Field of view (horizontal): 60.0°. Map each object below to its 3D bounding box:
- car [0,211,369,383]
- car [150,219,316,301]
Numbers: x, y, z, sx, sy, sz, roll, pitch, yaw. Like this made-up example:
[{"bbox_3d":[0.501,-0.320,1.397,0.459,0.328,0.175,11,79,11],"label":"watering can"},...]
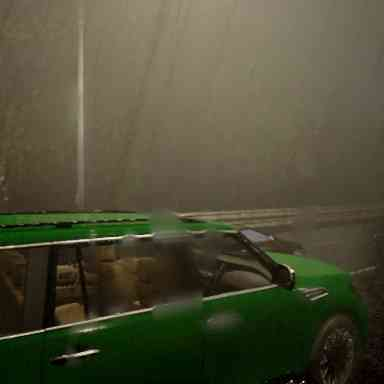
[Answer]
[{"bbox_3d":[-0.455,1.223,3.430,5.566,2.045,2.150,0,0,-36],"label":"car"},{"bbox_3d":[1.210,1.569,8.940,4.181,1.385,1.994,0,0,-36],"label":"car"}]
